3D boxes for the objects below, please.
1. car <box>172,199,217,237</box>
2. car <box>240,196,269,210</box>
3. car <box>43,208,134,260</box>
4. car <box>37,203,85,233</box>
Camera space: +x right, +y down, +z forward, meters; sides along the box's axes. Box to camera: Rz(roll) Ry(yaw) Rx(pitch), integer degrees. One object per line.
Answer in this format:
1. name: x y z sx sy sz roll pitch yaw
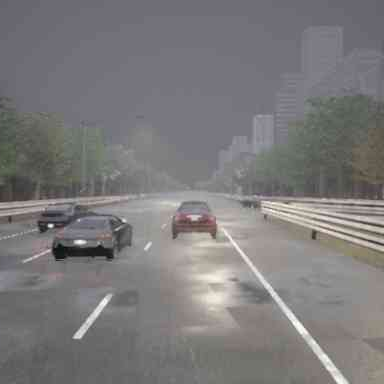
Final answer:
1. car: 0.114 1.227 17.158 2.097 1.767 4.553 0 0 0
2. car: 7.276 1.265 39.116 2.128 1.511 4.902 0 0 -17
3. car: -3.390 1.476 12.076 1.994 1.385 4.181 0 0 0
4. car: -6.884 1.370 18.635 1.837 1.490 4.892 0 0 0
